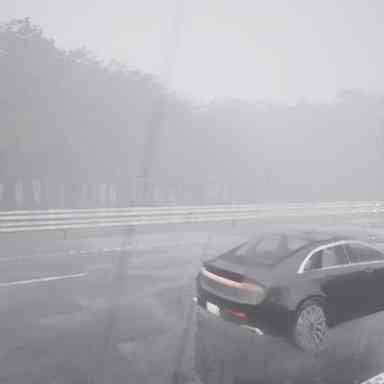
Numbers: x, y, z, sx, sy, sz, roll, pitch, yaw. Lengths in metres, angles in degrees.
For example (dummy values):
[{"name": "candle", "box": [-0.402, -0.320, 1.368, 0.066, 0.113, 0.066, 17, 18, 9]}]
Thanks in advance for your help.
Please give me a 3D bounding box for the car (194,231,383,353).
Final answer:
[{"name": "car", "box": [2.374, 1.484, 6.106, 4.902, 1.511, 2.128, 0, 0, -31]}]
